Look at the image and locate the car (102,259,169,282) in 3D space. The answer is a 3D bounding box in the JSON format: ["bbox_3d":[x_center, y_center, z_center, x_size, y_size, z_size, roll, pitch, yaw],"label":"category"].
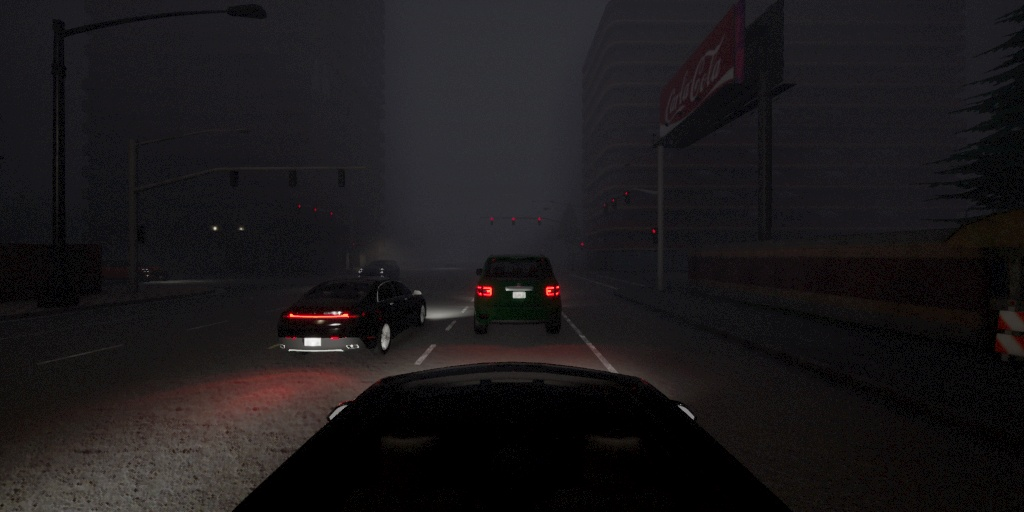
[{"bbox_3d":[-29.773,1.102,28.074,4.553,1.767,2.097,0,0,0],"label":"car"}]

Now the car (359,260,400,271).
[{"bbox_3d":[-10.508,1.101,28.643,2.097,1.767,4.553,0,0,0],"label":"car"}]

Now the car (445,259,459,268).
[{"bbox_3d":[-10.516,1.281,62.873,1.812,1.442,4.674,0,0,0],"label":"car"}]

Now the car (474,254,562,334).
[{"bbox_3d":[0.087,0.971,10.739,2.150,2.045,5.566,0,0,-2],"label":"car"}]

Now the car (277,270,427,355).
[{"bbox_3d":[-3.446,1.255,8.682,1.837,1.490,4.892,0,0,1],"label":"car"}]
